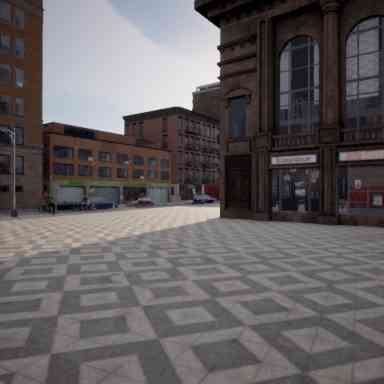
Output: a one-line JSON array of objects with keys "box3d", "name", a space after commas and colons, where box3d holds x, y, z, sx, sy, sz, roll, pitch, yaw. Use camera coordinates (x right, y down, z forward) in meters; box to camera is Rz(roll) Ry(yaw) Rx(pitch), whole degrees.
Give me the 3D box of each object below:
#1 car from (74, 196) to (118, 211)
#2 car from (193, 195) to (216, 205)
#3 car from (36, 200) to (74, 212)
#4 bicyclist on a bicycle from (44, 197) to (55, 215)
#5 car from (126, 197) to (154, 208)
[{"box3d": [-10.826, 1.322, 38.589, 2.097, 1.767, 4.553, 0, 0, 36], "name": "car"}, {"box3d": [2.196, 1.296, 56.683, 2.097, 1.767, 4.553, 0, 0, 36], "name": "car"}, {"box3d": [-15.157, 1.569, 38.060, 1.895, 1.301, 4.718, 0, 0, 36], "name": "car"}, {"box3d": [-13.015, 1.285, 30.370, 1.656, 1.620, 0.582, 0, 0, 36], "name": "bicyclist on a bicycle"}, {"box3d": [-7.541, 1.479, 48.584, 1.812, 1.442, 4.674, 0, 0, 36], "name": "car"}]
